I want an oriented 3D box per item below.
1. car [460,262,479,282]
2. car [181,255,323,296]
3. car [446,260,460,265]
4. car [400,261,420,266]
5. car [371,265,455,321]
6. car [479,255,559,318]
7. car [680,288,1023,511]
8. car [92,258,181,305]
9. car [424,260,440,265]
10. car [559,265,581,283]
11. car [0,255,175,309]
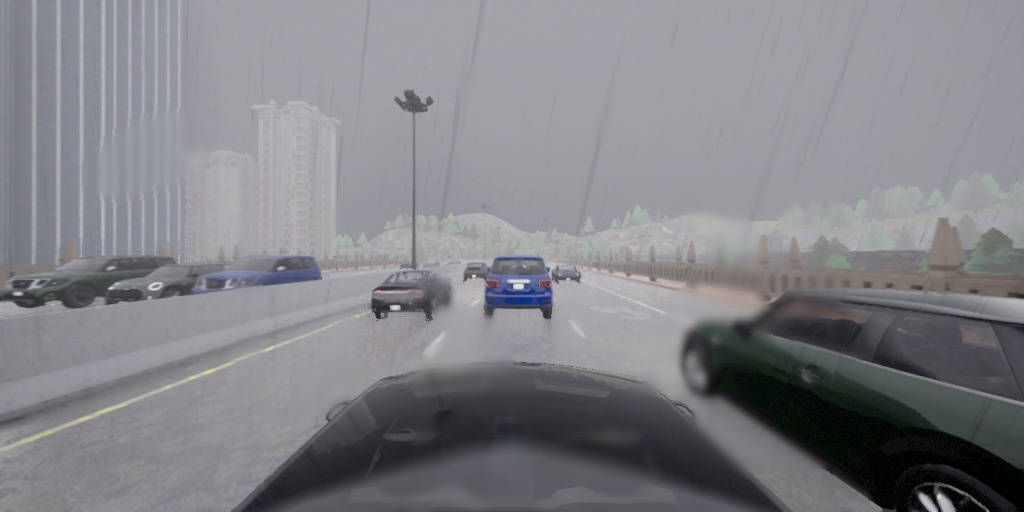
[{"bbox_3d":[-2.822,1.285,29.716,1.837,1.490,4.892,0,0,2],"label":"car"},{"bbox_3d":[-10.408,0.984,15.348,2.150,2.045,5.566,0,0,1],"label":"car"},{"bbox_3d":[-9.218,1.357,57.063,2.033,1.411,5.357,0,0,2],"label":"car"},{"bbox_3d":[-16.223,1.408,56.984,1.895,1.301,4.718,0,0,2],"label":"car"},{"bbox_3d":[-3.254,1.253,12.580,2.128,1.511,4.902,0,0,1],"label":"car"},{"bbox_3d":[0.251,0.984,13.128,2.150,2.045,5.566,0,0,1],"label":"car"},{"bbox_3d":[3.617,1.104,3.674,2.097,1.767,4.553,0,0,0],"label":"car"},{"bbox_3d":[-13.909,1.114,15.143,2.097,1.767,4.553,0,0,1],"label":"car"},{"bbox_3d":[-12.716,1.335,57.314,1.812,1.442,4.674,0,0,2],"label":"car"},{"bbox_3d":[4.136,1.381,28.101,1.895,1.301,4.718,0,0,2],"label":"car"},{"bbox_3d":[-17.407,0.983,15.460,2.150,2.045,5.566,0,0,1],"label":"car"}]
